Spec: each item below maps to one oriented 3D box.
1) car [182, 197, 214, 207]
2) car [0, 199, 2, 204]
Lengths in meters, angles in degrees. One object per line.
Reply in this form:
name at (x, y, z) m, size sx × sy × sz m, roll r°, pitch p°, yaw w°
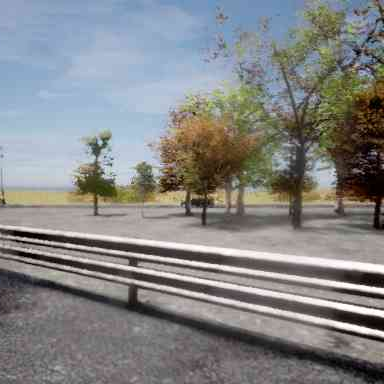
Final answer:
car at (0.770, 1.212, 43.590) m, size 4.181 × 1.385 × 1.994 m, roll -1°, pitch 0°, yaw 10°
car at (-30.712, 1.433, 49.144) m, size 4.902 × 1.511 × 2.128 m, roll -1°, pitch 0°, yaw 10°
